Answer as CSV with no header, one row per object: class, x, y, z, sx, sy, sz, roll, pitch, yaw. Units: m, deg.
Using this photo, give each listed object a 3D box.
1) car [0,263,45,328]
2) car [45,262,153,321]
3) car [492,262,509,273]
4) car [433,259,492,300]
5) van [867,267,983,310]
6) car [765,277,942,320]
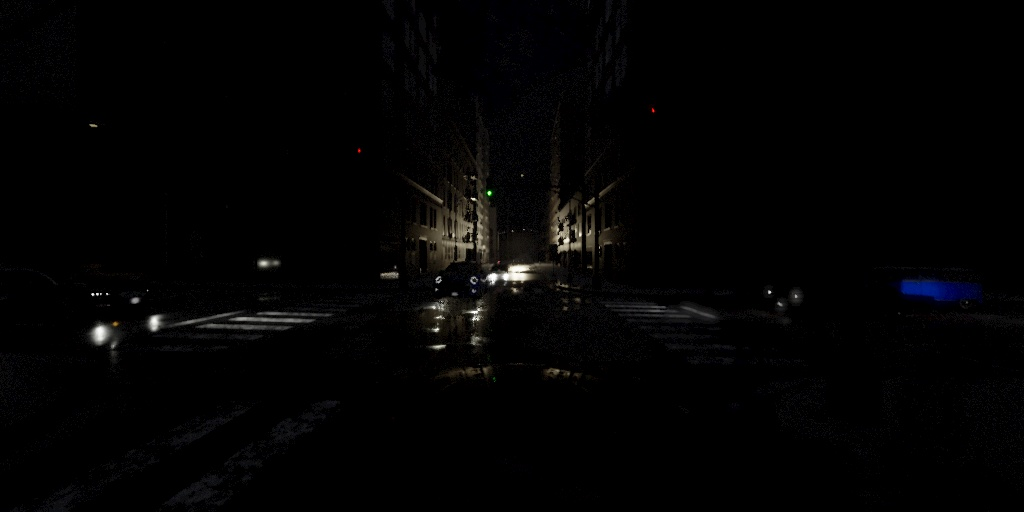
car,-14.697,0.884,8.258,5.009,1.841,2.192,0,0,2
car,-13.895,1.056,10.982,4.902,1.511,2.128,1,0,2
car,-1.407,1.368,43.483,1.895,1.301,4.718,0,0,2
car,-2.372,1.059,17.613,2.097,1.767,4.553,1,0,2
van,17.944,1.377,15.820,3.998,1.789,1.690,0,0,2
car,12.360,1.563,13.412,4.718,1.301,1.895,1,0,4
